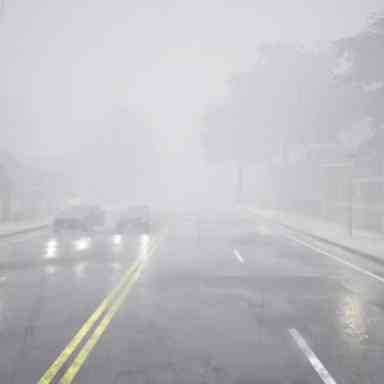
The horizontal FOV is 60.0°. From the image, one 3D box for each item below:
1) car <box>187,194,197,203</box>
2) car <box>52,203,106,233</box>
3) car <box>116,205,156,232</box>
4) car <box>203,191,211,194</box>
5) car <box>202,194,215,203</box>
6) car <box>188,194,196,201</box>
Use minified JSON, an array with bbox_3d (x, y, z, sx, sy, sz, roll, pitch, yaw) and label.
[{"bbox_3d":[0.019,1.484,63.459,1.895,1.301,4.718,0,0,0],"label":"car"},{"bbox_3d":[-6.516,1.467,19.726,1.882,1.535,5.008,0,0,0],"label":"car"},{"bbox_3d":[-3.263,1.515,20.046,1.812,1.442,4.674,0,0,0],"label":"car"},{"bbox_3d":[3.272,0.907,73.494,2.150,2.045,5.566,0,0,0],"label":"car"},{"bbox_3d":[3.269,1.483,63.458,1.895,1.301,4.718,0,0,0],"label":"car"},{"bbox_3d":[0.022,1.206,73.466,1.812,1.442,4.674,0,0,0],"label":"car"}]
